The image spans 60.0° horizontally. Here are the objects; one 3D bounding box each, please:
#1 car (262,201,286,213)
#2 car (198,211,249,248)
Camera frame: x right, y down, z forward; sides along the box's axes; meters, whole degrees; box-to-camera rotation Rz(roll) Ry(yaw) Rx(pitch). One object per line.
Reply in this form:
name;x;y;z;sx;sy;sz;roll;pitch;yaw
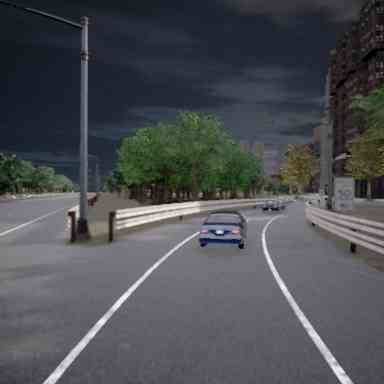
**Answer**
car;9.539;1.635;38.288;1.895;1.301;4.718;0;0;27
car;1.519;1.556;14.994;2.033;1.411;5.357;0;0;11
